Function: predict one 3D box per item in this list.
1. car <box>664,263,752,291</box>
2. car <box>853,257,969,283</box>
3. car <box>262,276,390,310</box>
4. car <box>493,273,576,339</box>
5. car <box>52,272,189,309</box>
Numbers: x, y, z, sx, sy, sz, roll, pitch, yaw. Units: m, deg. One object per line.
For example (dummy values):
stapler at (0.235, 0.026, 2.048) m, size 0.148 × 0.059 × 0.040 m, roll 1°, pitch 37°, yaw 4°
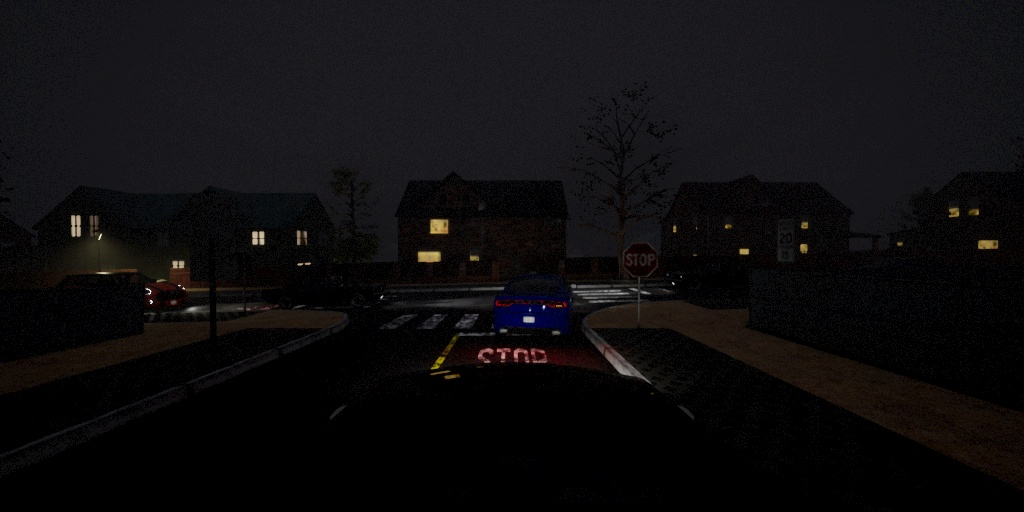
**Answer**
car at (10.414, 1.034, 18.331) m, size 4.718 × 1.301 × 1.895 m, roll -1°, pitch 1°, yaw -1°
car at (20.060, 0.753, 18.365) m, size 5.357 × 1.411 × 2.033 m, roll -1°, pitch 1°, yaw 0°
car at (-7.808, 1.506, 15.408) m, size 4.718 × 1.301 × 1.895 m, roll -1°, pitch 1°, yaw 0°
car at (0.788, 1.226, 10.198) m, size 1.882 × 1.535 × 5.008 m, roll 0°, pitch 0°, yaw 10°
car at (-16.796, 1.472, 15.402) m, size 4.553 × 1.767 × 2.097 m, roll -1°, pitch 1°, yaw 0°
